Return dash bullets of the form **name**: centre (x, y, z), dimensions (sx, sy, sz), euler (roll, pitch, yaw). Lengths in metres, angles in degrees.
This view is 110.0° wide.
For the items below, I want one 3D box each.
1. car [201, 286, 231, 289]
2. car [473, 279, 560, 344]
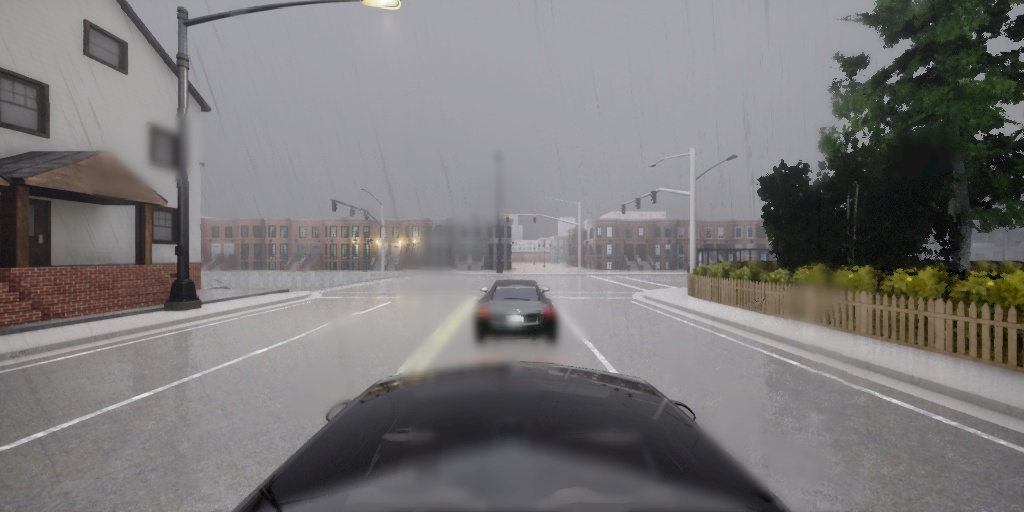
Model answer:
- **car**: centre (-22.431, 3.308, 26.870), dimensions (5.566, 2.045, 2.150), euler (-13, 1, -1)
- **car**: centre (0.102, 1.314, 9.612), dimensions (1.994, 1.385, 4.181), euler (0, 0, 0)
